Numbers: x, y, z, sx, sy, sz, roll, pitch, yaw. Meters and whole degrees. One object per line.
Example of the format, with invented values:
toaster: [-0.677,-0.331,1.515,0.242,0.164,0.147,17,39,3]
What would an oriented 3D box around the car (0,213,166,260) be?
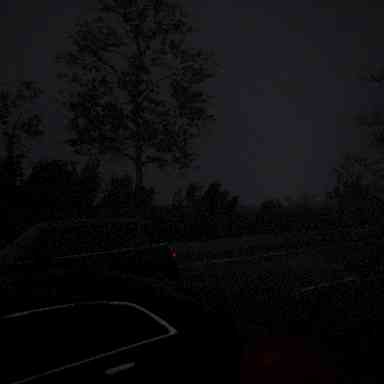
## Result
car: [-2.517,1.333,6.290,4.553,1.767,2.097,0,0,-34]

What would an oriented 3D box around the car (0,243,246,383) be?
car: [-1.764,1.497,2.583,4.892,1.490,1.837,0,0,-34]
